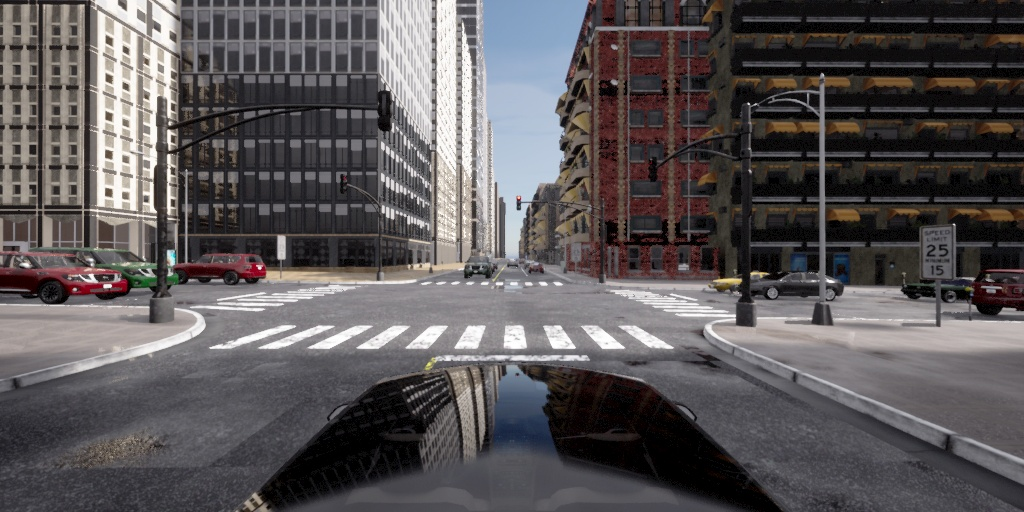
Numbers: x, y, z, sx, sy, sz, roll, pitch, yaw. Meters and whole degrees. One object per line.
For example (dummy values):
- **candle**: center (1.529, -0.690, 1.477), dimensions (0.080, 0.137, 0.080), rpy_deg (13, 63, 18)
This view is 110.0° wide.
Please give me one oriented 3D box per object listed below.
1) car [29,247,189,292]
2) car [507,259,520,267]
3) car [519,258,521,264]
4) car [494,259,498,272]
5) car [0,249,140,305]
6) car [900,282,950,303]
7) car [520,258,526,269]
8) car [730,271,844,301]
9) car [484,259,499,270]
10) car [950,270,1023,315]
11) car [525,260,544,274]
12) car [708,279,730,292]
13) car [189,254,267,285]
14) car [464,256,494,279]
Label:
- **car**: center (-18.240, 0.656, 15.895), dimensions (5.566, 2.045, 2.150), rpy_deg (1, 0, 0)
- **car**: center (0.139, 1.332, 65.052), dimensions (1.994, 1.385, 4.181), rpy_deg (0, 0, 1)
- **car**: center (2.732, 1.316, 60.217), dimensions (2.007, 1.370, 4.403), rpy_deg (0, 0, 0)
- **car**: center (-3.063, 1.282, 43.578), dimensions (1.812, 1.442, 4.674), rpy_deg (0, 0, 0)
- **car**: center (-17.567, 0.756, 13.307), dimensions (5.009, 1.841, 2.192), rpy_deg (0, 0, 0)
- **car**: center (24.217, 1.826, 19.432), dimensions (4.718, 1.301, 1.895), rpy_deg (1, 0, -1)
- **car**: center (2.728, 1.313, 54.569), dimensions (2.007, 1.370, 4.403), rpy_deg (0, 0, 0)
- **car**: center (14.926, 1.560, 19.328), dimensions (4.892, 1.490, 1.837), rpy_deg (1, 0, 2)
- **car**: center (-3.052, 1.239, 53.903), dimensions (1.882, 1.535, 5.008), rpy_deg (0, 0, 0)
- **car**: center (20.607, 1.460, 13.646), dimensions (5.009, 1.841, 2.192), rpy_deg (0, 0, 0)
- **car**: center (2.769, 1.338, 41.651), dimensions (1.802, 1.307, 4.207), rpy_deg (0, 0, 0)
- **car**: center (14.645, 1.585, 21.946), dimensions (4.829, 1.417, 1.751), rpy_deg (0, 0, 0)
- **car**: center (-17.696, 0.774, 21.686), dimensions (5.009, 1.841, 2.192), rpy_deg (0, 0, 0)
- **car**: center (-3.058, 0.976, 32.635), dimensions (2.150, 2.045, 5.566), rpy_deg (0, 0, -1)
